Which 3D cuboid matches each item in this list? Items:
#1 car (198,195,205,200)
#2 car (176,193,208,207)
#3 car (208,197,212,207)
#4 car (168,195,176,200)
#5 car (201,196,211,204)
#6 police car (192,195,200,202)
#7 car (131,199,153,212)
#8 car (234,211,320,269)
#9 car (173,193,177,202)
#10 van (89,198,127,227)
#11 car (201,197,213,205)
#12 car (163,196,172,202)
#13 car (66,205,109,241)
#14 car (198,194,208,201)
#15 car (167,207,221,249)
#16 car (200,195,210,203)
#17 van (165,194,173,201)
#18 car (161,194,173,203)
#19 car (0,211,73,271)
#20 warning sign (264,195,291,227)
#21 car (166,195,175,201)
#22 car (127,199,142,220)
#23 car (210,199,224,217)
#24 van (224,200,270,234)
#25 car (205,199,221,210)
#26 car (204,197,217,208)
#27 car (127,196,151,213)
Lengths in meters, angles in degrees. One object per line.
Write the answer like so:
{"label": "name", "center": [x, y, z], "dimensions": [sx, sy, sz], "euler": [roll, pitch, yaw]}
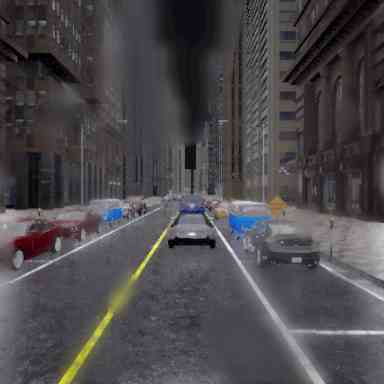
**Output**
{"label": "car", "center": [2.762, 1.603, 95.217], "dimensions": [2.008, 1.369, 4.403], "euler": [0, 0, 0]}
{"label": "car", "center": [0.000, 1.264, 29.680], "dimensions": [2.150, 2.045, 5.566], "euler": [0, 0, 0]}
{"label": "car", "center": [2.763, 1.590, 39.029], "dimensions": [1.802, 1.307, 4.206], "euler": [0, 0, 0]}
{"label": "car", "center": [-5.763, 1.618, 95.200], "dimensions": [1.947, 1.339, 4.313], "euler": [0, 0, 0]}
{"label": "car", "center": [2.762, 1.572, 67.123], "dimensions": [1.887, 1.381, 4.507], "euler": [0, 0, 0]}
{"label": "police car", "center": [0.900, 1.464, 79.912], "dimensions": [1.930, 1.638, 5.238], "euler": [0, 0, 0]}
{"label": "car", "center": [-5.762, 1.534, 38.846], "dimensions": [1.752, 1.417, 4.829], "euler": [0, 0, 0]}
{"label": "car", "center": [2.763, 1.551, 10.935], "dimensions": [2.008, 1.369, 4.403], "euler": [0, 0, 0]}
{"label": "car", "center": [-3.000, 1.471, 75.956], "dimensions": [1.882, 1.535, 5.008], "euler": [0, 0, 0]}
{"label": "van", "center": [-5.762, 1.345, 22.161], "dimensions": [1.690, 1.788, 3.998], "euler": [0, 0, 0]}
{"label": "car", "center": [2.762, 1.588, 61.504], "dimensions": [1.947, 1.339, 4.313], "euler": [0, 0, 0]}
{"label": "car", "center": [-5.763, 1.602, 78.345], "dimensions": [1.947, 1.339, 4.313], "euler": [0, 0, 0]}
{"label": "car", "center": [-5.762, 1.546, 16.542], "dimensions": [1.887, 1.381, 4.507], "euler": [0, 0, 0]}
{"label": "car", "center": [2.762, 1.357, 83.979], "dimensions": [2.192, 1.841, 5.009], "euler": [0, 0, 0]}
{"label": "car", "center": [0.000, 1.575, 14.650], "dimensions": [1.994, 1.385, 4.181], "euler": [0, 0, 0]}
{"label": "car", "center": [2.762, 1.472, 72.742], "dimensions": [1.967, 1.590, 4.097], "euler": [0, 0, 0]}
{"label": "van", "center": [-5.763, 1.383, 83.963], "dimensions": [1.690, 1.788, 3.998], "euler": [0, 0, 0]}
{"label": "car", "center": [-5.763, 1.614, 72.726], "dimensions": [1.802, 1.307, 4.206], "euler": [0, 0, 0]}
{"label": "car", "center": [-5.762, 1.545, 10.924], "dimensions": [1.887, 1.381, 4.507], "euler": [0, 0, 0]}
{"label": "warning sign", "center": [5.067, 1.118, 19.802], "dimensions": [1.300, 1.860, 1.060], "euler": [0, 0, 0]}
{"label": "car", "center": [-5.763, 1.591, 89.581], "dimensions": [1.887, 1.381, 4.507], "euler": [0, 0, 0]}
{"label": "car", "center": [-5.762, 1.556, 27.779], "dimensions": [2.008, 1.369, 4.403], "euler": [0, 0, 0]}
{"label": "car", "center": [2.763, 1.531, 27.961], "dimensions": [1.752, 1.417, 4.829], "euler": [0, 0, 0]}
{"label": "van", "center": [2.763, 1.343, 16.554], "dimensions": [1.690, 1.788, 3.998], "euler": [0, 0, 0]}
{"label": "car", "center": [2.763, 1.592, 44.647], "dimensions": [1.802, 1.307, 4.206], "euler": [0, 0, 0]}
{"label": "car", "center": [2.763, 1.539, 50.436], "dimensions": [1.752, 1.417, 4.829], "euler": [0, 0, 0]}
{"label": "car", "center": [-5.762, 1.322, 33.398], "dimensions": [2.192, 1.841, 5.009], "euler": [0, 0, 0]}
